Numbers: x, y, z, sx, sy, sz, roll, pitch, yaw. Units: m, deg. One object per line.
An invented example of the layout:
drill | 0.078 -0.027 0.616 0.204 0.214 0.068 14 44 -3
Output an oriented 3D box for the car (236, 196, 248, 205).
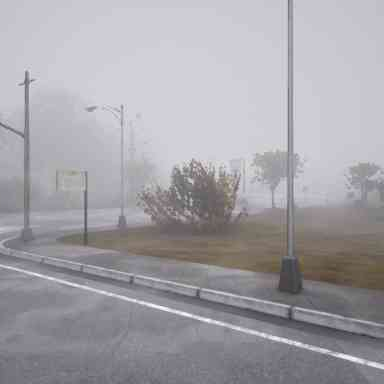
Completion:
car | 6.756 1.293 51.435 1.882 1.535 5.008 0 1 39
